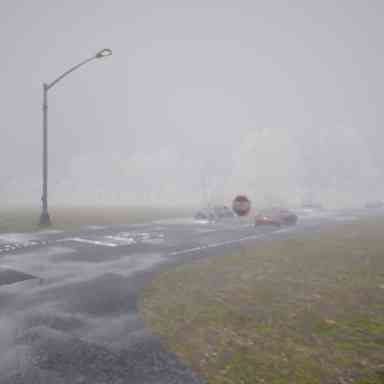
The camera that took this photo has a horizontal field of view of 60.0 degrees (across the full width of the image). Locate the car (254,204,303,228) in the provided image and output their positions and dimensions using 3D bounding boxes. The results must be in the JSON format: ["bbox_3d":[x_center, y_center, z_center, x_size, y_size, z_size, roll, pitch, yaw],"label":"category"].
[{"bbox_3d":[6.392,1.824,24.949,1.994,1.385,4.181,0,0,39],"label":"car"}]

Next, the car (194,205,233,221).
[{"bbox_3d":[2.055,1.889,30.723,1.994,1.385,4.181,0,1,39],"label":"car"}]

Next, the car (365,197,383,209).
[{"bbox_3d":[28.998,1.907,52.965,2.033,1.411,5.357,0,0,39],"label":"car"}]

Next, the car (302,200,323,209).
[{"bbox_3d":[18.371,1.949,50.945,1.895,1.301,4.718,0,0,39],"label":"car"}]
